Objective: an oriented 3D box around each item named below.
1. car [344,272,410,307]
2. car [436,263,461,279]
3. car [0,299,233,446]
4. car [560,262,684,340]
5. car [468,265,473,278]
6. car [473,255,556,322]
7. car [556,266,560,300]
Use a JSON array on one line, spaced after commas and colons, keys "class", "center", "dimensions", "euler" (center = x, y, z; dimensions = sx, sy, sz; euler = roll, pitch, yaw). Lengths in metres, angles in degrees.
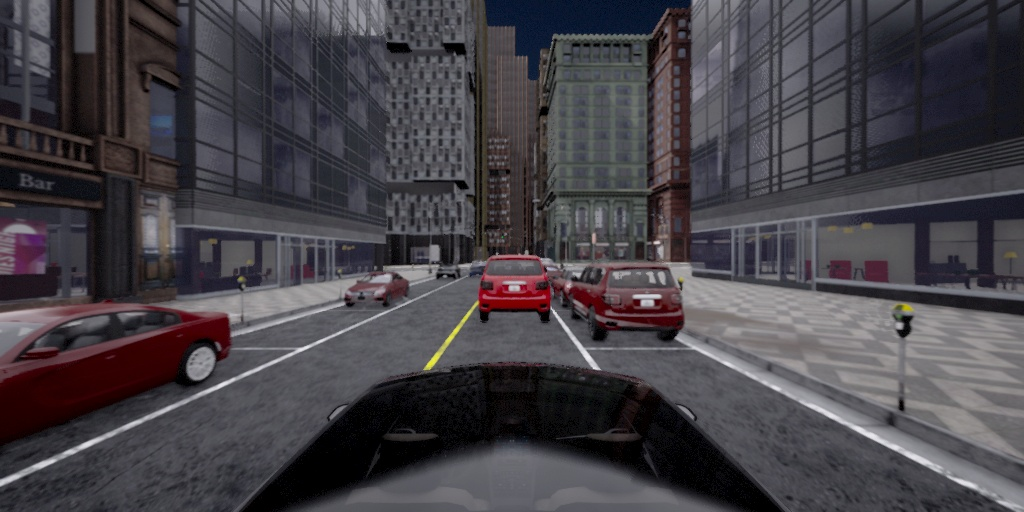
[{"class": "car", "center": [-5.668, 1.351, 15.588], "dimensions": [1.802, 1.307, 4.207], "euler": [0, 0, 0]}, {"class": "car", "center": [-5.668, 1.346, 32.536], "dimensions": [1.948, 1.339, 4.313], "euler": [0, 0, 0]}, {"class": "car", "center": [-5.668, 1.299, 4.290], "dimensions": [1.888, 1.381, 4.507], "euler": [0, 0, 0]}, {"class": "car", "center": [2.857, 1.077, 9.940], "dimensions": [2.192, 1.841, 5.009], "euler": [0, 0, 0]}, {"class": "car", "center": [-3.083, 1.329, 35.067], "dimensions": [2.033, 1.411, 5.357], "euler": [0, 0, 0]}, {"class": "car", "center": [0.081, 0.987, 12.579], "dimensions": [2.150, 2.045, 5.566], "euler": [0, 0, 0]}, {"class": "car", "center": [2.857, 1.209, 15.590], "dimensions": [1.967, 1.591, 4.097], "euler": [0, 0, 0]}]
